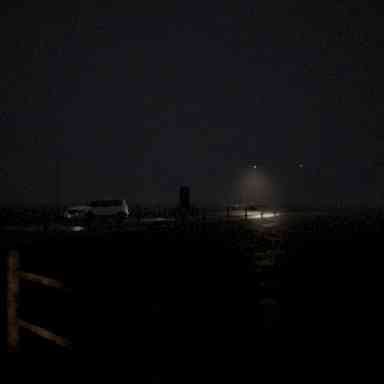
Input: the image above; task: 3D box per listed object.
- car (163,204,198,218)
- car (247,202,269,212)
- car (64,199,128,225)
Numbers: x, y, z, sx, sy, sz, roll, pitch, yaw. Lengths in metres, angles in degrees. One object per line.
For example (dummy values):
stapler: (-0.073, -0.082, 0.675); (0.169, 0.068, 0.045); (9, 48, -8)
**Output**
car: (-1.203, 2.063, 37.033); (2.128, 1.511, 4.902); (0, -1, 36)
car: (10.632, 2.446, 53.397); (1.882, 1.535, 5.008); (0, -2, 36)
car: (-7.824, 1.575, 27.810); (2.150, 2.045, 5.566); (0, -1, 36)
